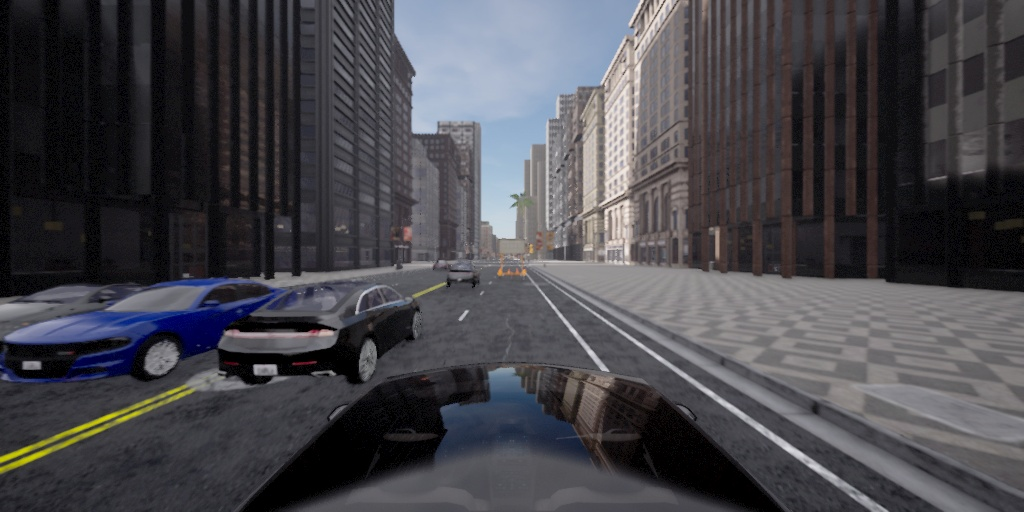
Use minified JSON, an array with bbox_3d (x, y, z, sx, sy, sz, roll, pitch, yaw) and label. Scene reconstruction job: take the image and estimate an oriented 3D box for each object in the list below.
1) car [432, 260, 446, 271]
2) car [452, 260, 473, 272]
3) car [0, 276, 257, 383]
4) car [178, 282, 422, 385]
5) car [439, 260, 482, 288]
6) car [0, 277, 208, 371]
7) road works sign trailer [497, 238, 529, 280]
[{"bbox_3d":[-9.816,1.294,50.084,1.812,1.442,4.674,0,0,0],"label":"car"},{"bbox_3d":[-6.569,1.257,47.975,2.128,1.511,4.902,0,0,0],"label":"car"},{"bbox_3d":[-6.599,1.228,7.425,1.882,1.535,5.008,0,0,0],"label":"car"},{"bbox_3d":[-3.149,1.242,7.005,2.128,1.511,4.902,0,0,0],"label":"car"},{"bbox_3d":[-3.145,1.246,23.979,2.128,1.511,4.902,0,0,0],"label":"car"},{"bbox_3d":[-9.848,1.315,8.330,1.994,1.385,4.181,0,0,0],"label":"car"},{"bbox_3d":[0.004,0.221,31.111,2.380,3.560,2.880,0,0,0],"label":"road works sign trailer"}]
